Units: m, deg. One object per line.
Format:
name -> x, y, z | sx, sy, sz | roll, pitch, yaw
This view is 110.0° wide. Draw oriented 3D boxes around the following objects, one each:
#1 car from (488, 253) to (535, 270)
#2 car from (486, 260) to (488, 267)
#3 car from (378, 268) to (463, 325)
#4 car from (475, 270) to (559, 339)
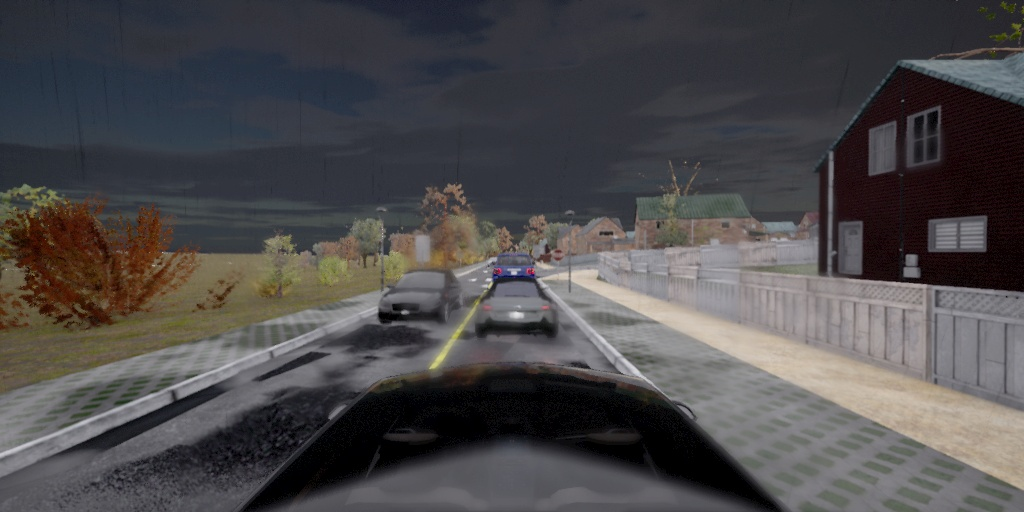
car -> 0.097, 0.862, 19.299 | 2.150, 2.045, 5.566 | 0, 0, 0
car -> -2.832, 0.964, 54.861 | 1.812, 1.442, 4.674 | 0, 0, 0
car -> -2.752, 1.192, 11.682 | 1.837, 1.490, 4.892 | 0, 0, 0
car -> 0.101, 1.262, 9.894 | 1.994, 1.385, 4.181 | 0, 0, 0
